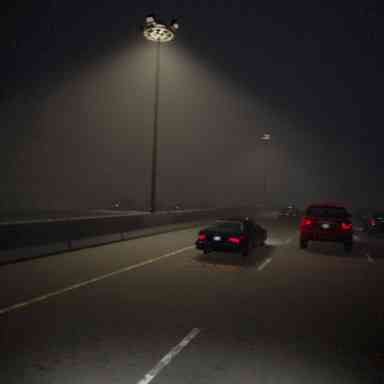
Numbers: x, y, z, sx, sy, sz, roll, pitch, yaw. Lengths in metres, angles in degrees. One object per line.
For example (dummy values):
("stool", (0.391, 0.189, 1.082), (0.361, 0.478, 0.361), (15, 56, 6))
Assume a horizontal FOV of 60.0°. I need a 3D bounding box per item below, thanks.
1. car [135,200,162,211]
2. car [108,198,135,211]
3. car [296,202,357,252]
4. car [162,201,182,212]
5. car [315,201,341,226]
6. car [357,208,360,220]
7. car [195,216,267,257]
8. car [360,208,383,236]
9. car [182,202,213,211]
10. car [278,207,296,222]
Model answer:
("car", (-4.996, 1.758, 43.471), (1.837, 1.490, 4.892), (2, -1, 23))
("car", (-8.920, 1.613, 43.189), (1.837, 1.490, 4.892), (2, -1, 23))
("car", (6.641, 1.608, 16.462), (2.150, 2.045, 5.566), (2, -1, 23))
("car", (-1.613, 1.963, 42.495), (1.895, 1.301, 4.718), (2, -1, 23))
("car", (13.410, 2.008, 32.766), (2.150, 2.045, 5.566), (2, 0, 23))
("car", (18.945, 2.497, 36.994), (1.882, 1.535, 5.008), (2, 0, 23))
("car", (1.844, 1.749, 14.052), (2.033, 1.411, 5.357), (2, -1, 23))
("car", (13.068, 2.029, 22.833), (2.097, 1.767, 4.553), (2, -1, 23))
("car", (1.098, 1.917, 39.922), (2.128, 1.511, 4.902), (2, -1, 23))
("car", (9.843, 2.214, 33.324), (2.033, 1.411, 5.357), (2, -1, 23))
